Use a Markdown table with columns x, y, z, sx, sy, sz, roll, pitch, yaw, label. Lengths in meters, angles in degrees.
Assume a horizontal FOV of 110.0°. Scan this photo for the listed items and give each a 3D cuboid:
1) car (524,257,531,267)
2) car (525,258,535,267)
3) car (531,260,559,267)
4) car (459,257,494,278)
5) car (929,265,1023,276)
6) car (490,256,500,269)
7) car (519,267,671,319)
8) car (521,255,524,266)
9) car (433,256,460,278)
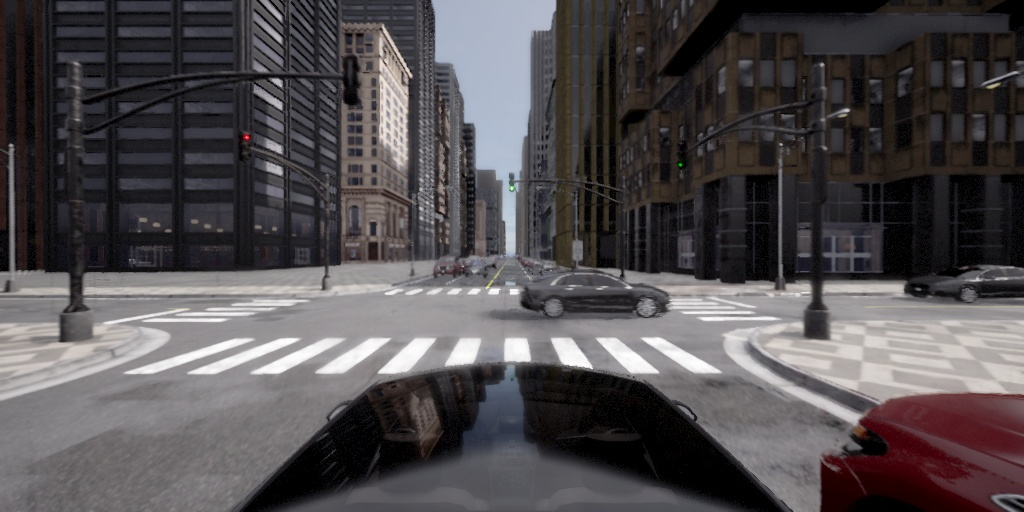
| x | y | z | sx | sy | sz | roll | pitch | yaw | label |
| --- | --- | --- | --- | --- | --- | --- | --- | --- | --- |
| 2.776 | 1.132 | 43.795 | 1.888 | 1.381 | 4.507 | 0 | 0 | 0 | car |
| 2.774 | 1.158 | 38.154 | 2.007 | 1.370 | 4.403 | 0 | 0 | 0 | car |
| 2.770 | 1.201 | 26.873 | 2.007 | 1.370 | 4.403 | 0 | 0 | 0 | car |
| -3.080 | 1.123 | 32.134 | 2.128 | 1.511 | 4.902 | 0 | 0 | 0 | car |
| 19.503 | 1.150 | 15.074 | 4.892 | 1.490 | 1.837 | 0 | 0 | 0 | car |
| -3.044 | 1.072 | 49.539 | 1.837 | 1.490 | 4.892 | 0 | 0 | 0 | car |
| 2.675 | 1.232 | 11.910 | 4.892 | 1.490 | 1.837 | 0 | 0 | 0 | car |
| 2.779 | 0.985 | 55.076 | 1.967 | 1.591 | 4.097 | 0 | 0 | 0 | car |
| -5.753 | 0.944 | 32.507 | 2.192 | 1.841 | 5.009 | 0 | 0 | 0 | car |
